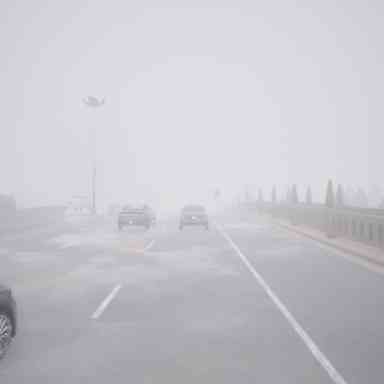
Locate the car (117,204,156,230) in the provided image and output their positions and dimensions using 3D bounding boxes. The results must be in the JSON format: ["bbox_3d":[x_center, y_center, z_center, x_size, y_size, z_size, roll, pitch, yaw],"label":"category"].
[{"bbox_3d":[-3.395,1.497,20.950,2.128,1.511,4.902,0,0,0],"label":"car"}]

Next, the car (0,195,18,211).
[{"bbox_3d":[-17.499,1.248,29.102,2.150,2.045,5.566,0,-1,0],"label":"car"}]

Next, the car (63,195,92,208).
[{"bbox_3d":[-13.990,1.311,40.929,2.150,2.045,5.566,0,-3,0],"label":"car"}]

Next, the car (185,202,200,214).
[{"bbox_3d":[0.111,2.076,42.702,1.812,1.442,4.674,0,-4,0],"label":"car"}]

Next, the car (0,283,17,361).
[{"bbox_3d":[-3.395,1.492,2.799,2.128,1.511,4.902,0,0,0],"label":"car"}]

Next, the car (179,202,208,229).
[{"bbox_3d":[0.105,1.553,21.854,2.033,1.411,5.357,0,0,0],"label":"car"}]
